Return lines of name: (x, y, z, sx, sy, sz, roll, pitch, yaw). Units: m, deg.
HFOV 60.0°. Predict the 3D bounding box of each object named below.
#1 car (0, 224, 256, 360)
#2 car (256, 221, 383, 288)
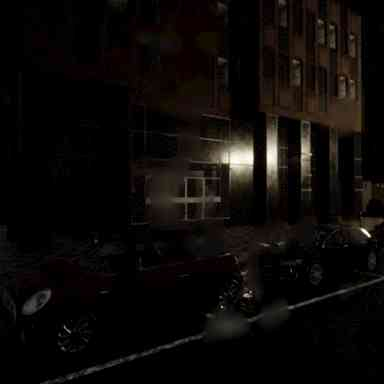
car: (-1.080, 1.440, 5.877, 4.097, 1.590, 1.967, 0, 0, -35)
car: (3.487, 1.550, 9.121, 4.403, 1.369, 2.008, 0, 0, -35)
